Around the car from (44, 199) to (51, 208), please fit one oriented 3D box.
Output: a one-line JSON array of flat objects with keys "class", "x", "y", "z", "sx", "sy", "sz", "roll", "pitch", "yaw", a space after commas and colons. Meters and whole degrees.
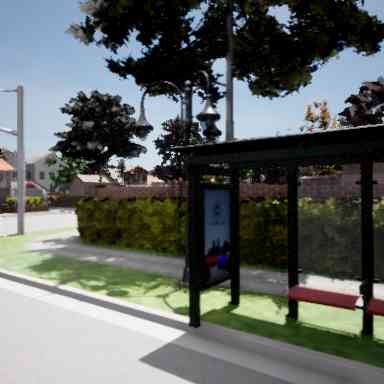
[{"class": "car", "x": -22.034, "y": 1.546, "z": 47.758, "sx": 3.806, "sy": 1.475, "sz": 1.970, "roll": -1, "pitch": 0, "yaw": 36}]
